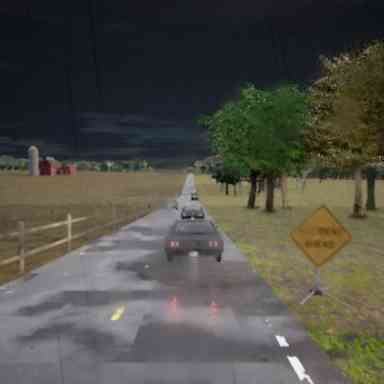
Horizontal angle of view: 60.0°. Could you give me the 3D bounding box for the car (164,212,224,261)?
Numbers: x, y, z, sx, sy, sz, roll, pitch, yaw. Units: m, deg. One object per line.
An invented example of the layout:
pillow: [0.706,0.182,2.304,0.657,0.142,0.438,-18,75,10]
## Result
car: [0.070,1.662,12.574,1.895,1.301,4.718,0,0,0]

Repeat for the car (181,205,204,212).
car: [0.053,1.763,27.743,1.895,1.301,4.718,0,0,0]

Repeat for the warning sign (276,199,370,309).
warning sign: [2.495,1.144,6.533,1.300,1.860,1.060,3,3,0]

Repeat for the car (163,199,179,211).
car: [-2.885,1.744,45.920,2.128,1.511,4.902,0,0,0]

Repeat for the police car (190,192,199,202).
police car: [0.724,1.619,86.804,1.930,1.638,5.238,0,1,0]
